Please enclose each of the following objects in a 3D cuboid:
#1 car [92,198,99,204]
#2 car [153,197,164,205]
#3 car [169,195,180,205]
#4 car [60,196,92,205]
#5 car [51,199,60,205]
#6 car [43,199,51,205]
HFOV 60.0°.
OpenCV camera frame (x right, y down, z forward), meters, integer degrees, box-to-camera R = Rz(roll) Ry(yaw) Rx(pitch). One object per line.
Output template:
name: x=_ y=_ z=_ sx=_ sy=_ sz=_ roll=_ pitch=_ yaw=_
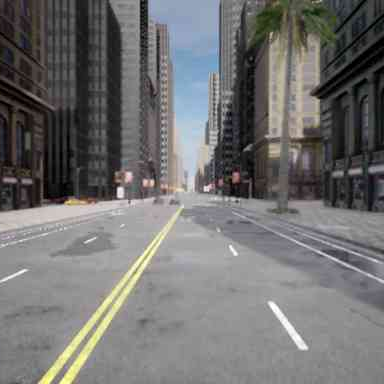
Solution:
car: x=-23.998 y=2.110 z=77.113 sx=4.507 sy=1.381 sz=1.887 roll=-1 pitch=1 yaw=0
car: x=-6.498 y=1.750 z=65.122 sx=1.837 sy=1.490 sz=4.892 roll=0 pitch=-1 yaw=-2
car: x=-3.248 y=1.800 z=63.579 sx=1.994 sy=1.385 sz=4.181 roll=0 pitch=0 yaw=-1
car: x=-23.856 y=2.095 z=68.585 sx=4.829 sy=1.417 sz=1.752 roll=-1 pitch=1 yaw=0
car: x=-29.088 y=1.949 z=77.126 sx=5.009 sy=1.841 sz=2.192 roll=-1 pitch=1 yaw=0
car: x=-34.171 y=2.285 z=77.145 sx=4.206 sy=1.307 sz=1.802 roll=-1 pitch=1 yaw=0
